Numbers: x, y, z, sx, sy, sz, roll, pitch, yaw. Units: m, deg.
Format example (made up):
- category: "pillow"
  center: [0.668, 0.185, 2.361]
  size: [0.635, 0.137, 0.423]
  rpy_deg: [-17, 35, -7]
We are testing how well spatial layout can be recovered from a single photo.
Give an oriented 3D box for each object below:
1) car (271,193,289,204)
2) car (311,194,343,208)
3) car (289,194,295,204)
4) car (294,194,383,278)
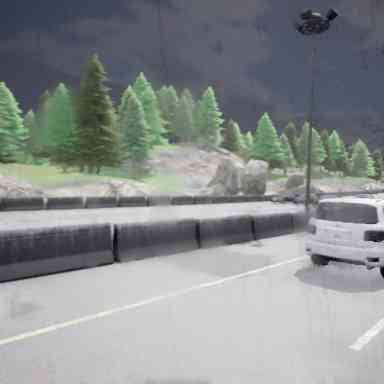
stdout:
- category: "car"
  center: [13.144, 0.935, 47.652]
  size: [4.902, 1.511, 2.128]
  rpy_deg: [0, 2, -44]
- category: "car"
  center: [16.955, 1.097, 41.587]
  size: [5.008, 1.535, 1.882]
  rpy_deg: [0, 2, -44]
- category: "car"
  center: [15.546, 1.033, 45.107]
  size: [4.892, 1.490, 1.837]
  rpy_deg: [0, 1, -44]
- category: "car"
  center: [5.573, 1.206, 10.281]
  size: [5.566, 2.045, 2.150]
  rpy_deg: [0, 1, -45]
